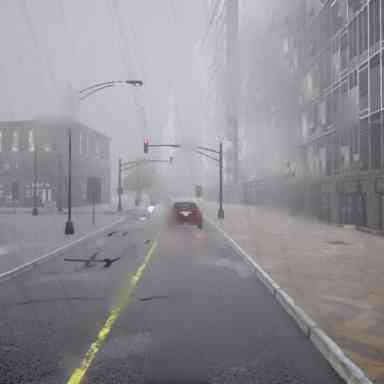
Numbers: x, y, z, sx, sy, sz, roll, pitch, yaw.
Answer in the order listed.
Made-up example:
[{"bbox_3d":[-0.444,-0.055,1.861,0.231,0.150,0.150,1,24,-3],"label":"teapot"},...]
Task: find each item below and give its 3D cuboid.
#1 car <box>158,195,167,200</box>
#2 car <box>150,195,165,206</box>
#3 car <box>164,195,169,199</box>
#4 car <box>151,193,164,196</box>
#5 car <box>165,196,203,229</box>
[{"bbox_3d":[-7.786,1.405,87.671,1.895,1.301,4.718,0,0,-11],"label":"car"},{"bbox_3d":[-5.776,1.592,53.384,1.895,1.301,4.718,0,0,-6],"label":"car"},{"bbox_3d":[-6.062,1.454,77.371,1.882,1.535,5.008,0,0,-9],"label":"car"},{"bbox_3d":[-7.574,1.209,68.808,2.150,2.045,5.566,0,0,-8],"label":"car"},{"bbox_3d":[-0.532,1.356,21.928,2.097,1.767,4.553,0,0,-4],"label":"car"}]
